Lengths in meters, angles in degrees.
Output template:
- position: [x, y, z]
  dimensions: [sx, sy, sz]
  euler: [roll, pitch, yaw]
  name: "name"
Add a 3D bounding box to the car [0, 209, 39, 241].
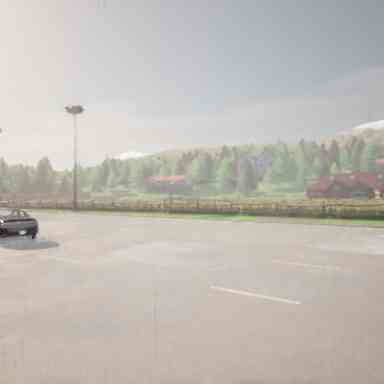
- position: [-9.311, 1.599, 16.401]
  dimensions: [4.902, 1.511, 2.128]
  euler: [-1, 0, 42]
  name: "car"
